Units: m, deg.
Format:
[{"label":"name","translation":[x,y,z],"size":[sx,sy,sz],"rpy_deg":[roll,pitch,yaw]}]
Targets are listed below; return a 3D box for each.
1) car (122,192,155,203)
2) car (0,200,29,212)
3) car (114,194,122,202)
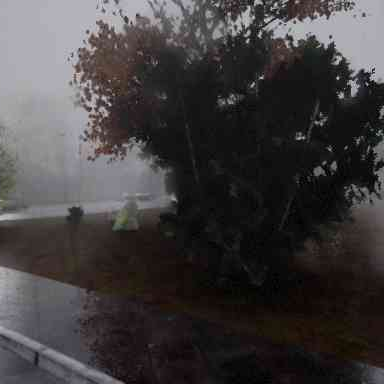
[{"label":"car","translation":[-7.903,0.803,51.850],"size":[1.882,1.535,5.008],"rpy_deg":[0,3,39]},{"label":"car","translation":[-20.503,1.600,36.193],"size":[1.895,1.301,4.718],"rpy_deg":[0,1,39]},{"label":"car","translation":[-10.503,0.830,54.204],"size":[1.837,1.490,4.892],"rpy_deg":[0,3,39]}]
